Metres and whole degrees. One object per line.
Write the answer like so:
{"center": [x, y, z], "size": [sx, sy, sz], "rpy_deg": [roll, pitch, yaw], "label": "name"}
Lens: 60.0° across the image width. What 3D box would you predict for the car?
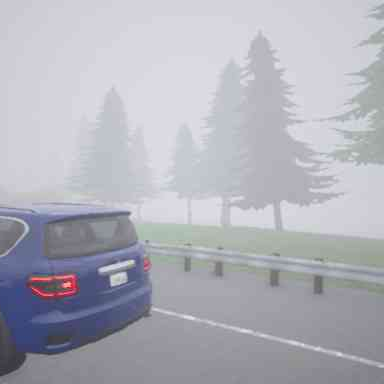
{"center": [-3.249, 1.214, 5.665], "size": [5.566, 2.045, 2.150], "rpy_deg": [0, 0, 31], "label": "car"}
